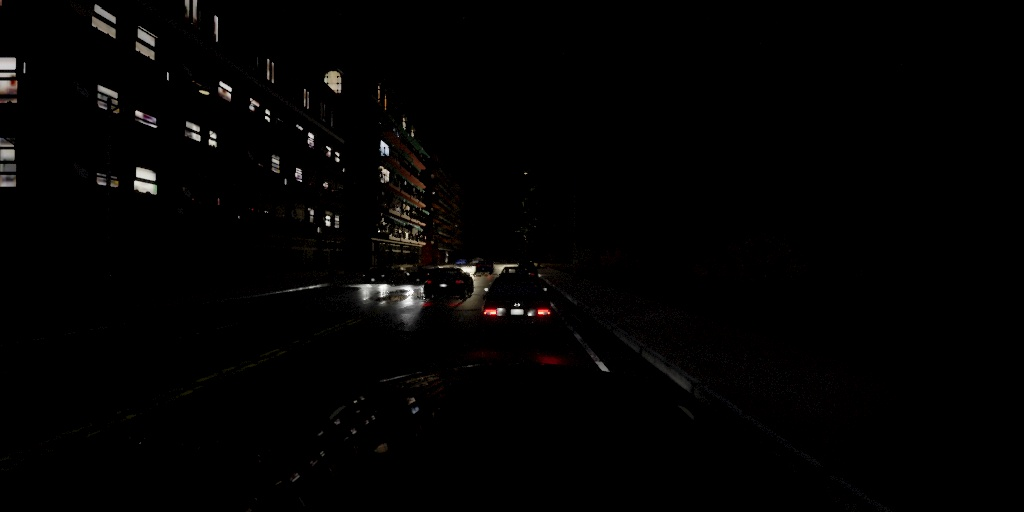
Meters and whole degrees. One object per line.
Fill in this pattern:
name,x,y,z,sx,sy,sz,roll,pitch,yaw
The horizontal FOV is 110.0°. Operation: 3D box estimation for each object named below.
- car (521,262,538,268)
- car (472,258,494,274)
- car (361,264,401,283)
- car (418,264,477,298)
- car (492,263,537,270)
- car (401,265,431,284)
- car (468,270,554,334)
car,1.174,1.259,30.666,1.837,1.490,4.892,0,0,0
car,-3.098,1.231,41.005,1.882,1.535,5.008,0,0,0
car,-9.816,1.301,27.975,2.033,1.411,5.357,0,0,0
car,-3.130,1.317,18.351,1.994,1.385,4.181,0,0,0
car,0.124,1.301,20.899,2.033,1.411,5.357,0,0,0
car,-6.567,1.354,27.266,1.895,1.301,4.718,0,0,0
car,0.113,1.299,10.538,2.033,1.411,5.357,0,0,0
